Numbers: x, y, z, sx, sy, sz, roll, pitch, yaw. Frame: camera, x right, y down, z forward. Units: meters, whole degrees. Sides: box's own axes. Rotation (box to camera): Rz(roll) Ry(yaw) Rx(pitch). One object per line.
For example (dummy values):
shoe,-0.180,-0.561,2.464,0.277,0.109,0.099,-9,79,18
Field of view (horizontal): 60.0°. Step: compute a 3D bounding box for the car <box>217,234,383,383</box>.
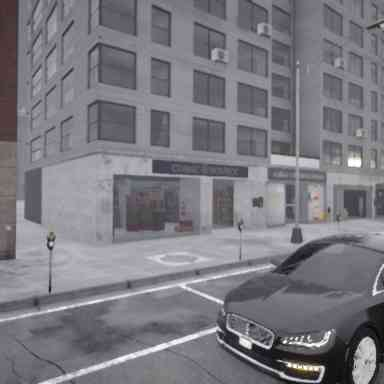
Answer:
car,2.578,1.494,5.290,4.892,1.490,1.837,0,0,-36
